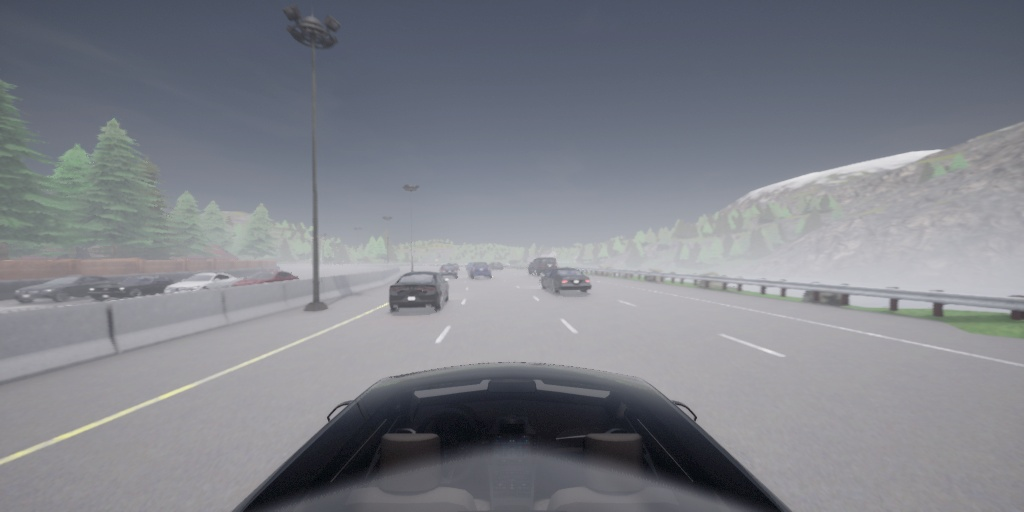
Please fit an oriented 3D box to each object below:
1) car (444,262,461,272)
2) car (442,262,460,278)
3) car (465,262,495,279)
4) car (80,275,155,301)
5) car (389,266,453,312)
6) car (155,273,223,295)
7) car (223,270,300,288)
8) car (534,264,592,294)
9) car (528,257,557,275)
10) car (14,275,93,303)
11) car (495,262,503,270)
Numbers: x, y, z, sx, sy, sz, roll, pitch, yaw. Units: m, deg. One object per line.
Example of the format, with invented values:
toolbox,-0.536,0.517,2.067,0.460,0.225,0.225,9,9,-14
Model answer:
car,-10.311,1.829,61.834,2.128,1.511,4.902,-1,0,-20
car,-7.210,1.684,40.249,2.033,1.411,5.357,-1,0,-15
car,-3.497,1.410,37.901,2.097,1.767,4.553,-1,0,-12
car,-22.060,1.869,21.425,1.895,1.301,4.718,-1,0,-7
car,-3.805,1.385,15.321,1.882,1.535,5.008,-1,0,-5
car,-18.591,1.762,21.882,1.812,1.442,4.674,-1,0,-7
car,-15.117,1.638,22.293,1.882,1.535,5.008,-1,0,-7
car,2.978,1.380,20.917,2.033,1.411,5.357,-1,0,-8
car,3.383,1.178,39.890,2.150,2.045,5.566,-1,0,-12
car,-25.530,1.844,20.942,1.812,1.442,4.674,-1,-1,-7
car,-2.998,1.710,62.364,2.128,1.511,4.902,-1,0,-20
